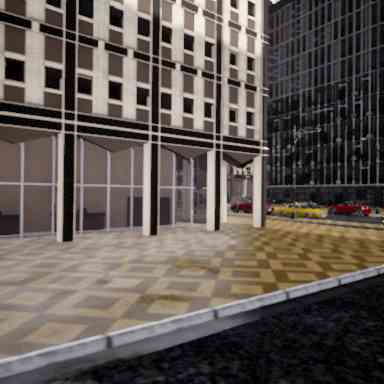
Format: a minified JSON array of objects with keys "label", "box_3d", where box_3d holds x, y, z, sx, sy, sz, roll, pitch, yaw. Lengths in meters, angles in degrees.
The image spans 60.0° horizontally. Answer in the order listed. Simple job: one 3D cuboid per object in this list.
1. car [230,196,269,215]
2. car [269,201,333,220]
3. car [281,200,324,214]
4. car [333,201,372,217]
[{"label":"car","box_3d":[6.092,1.401,34.309,2.192,1.841,5.009,1,0,-36]},{"label":"car","box_3d":[9.538,1.647,29.584,1.752,1.417,4.829,1,0,-36]},{"label":"car","box_3d":[12.990,1.749,39.402,2.008,1.369,4.403,1,0,-36]},{"label":"car","box_3d":[16.389,1.672,34.852,1.967,1.590,4.097,1,0,-36]}]
